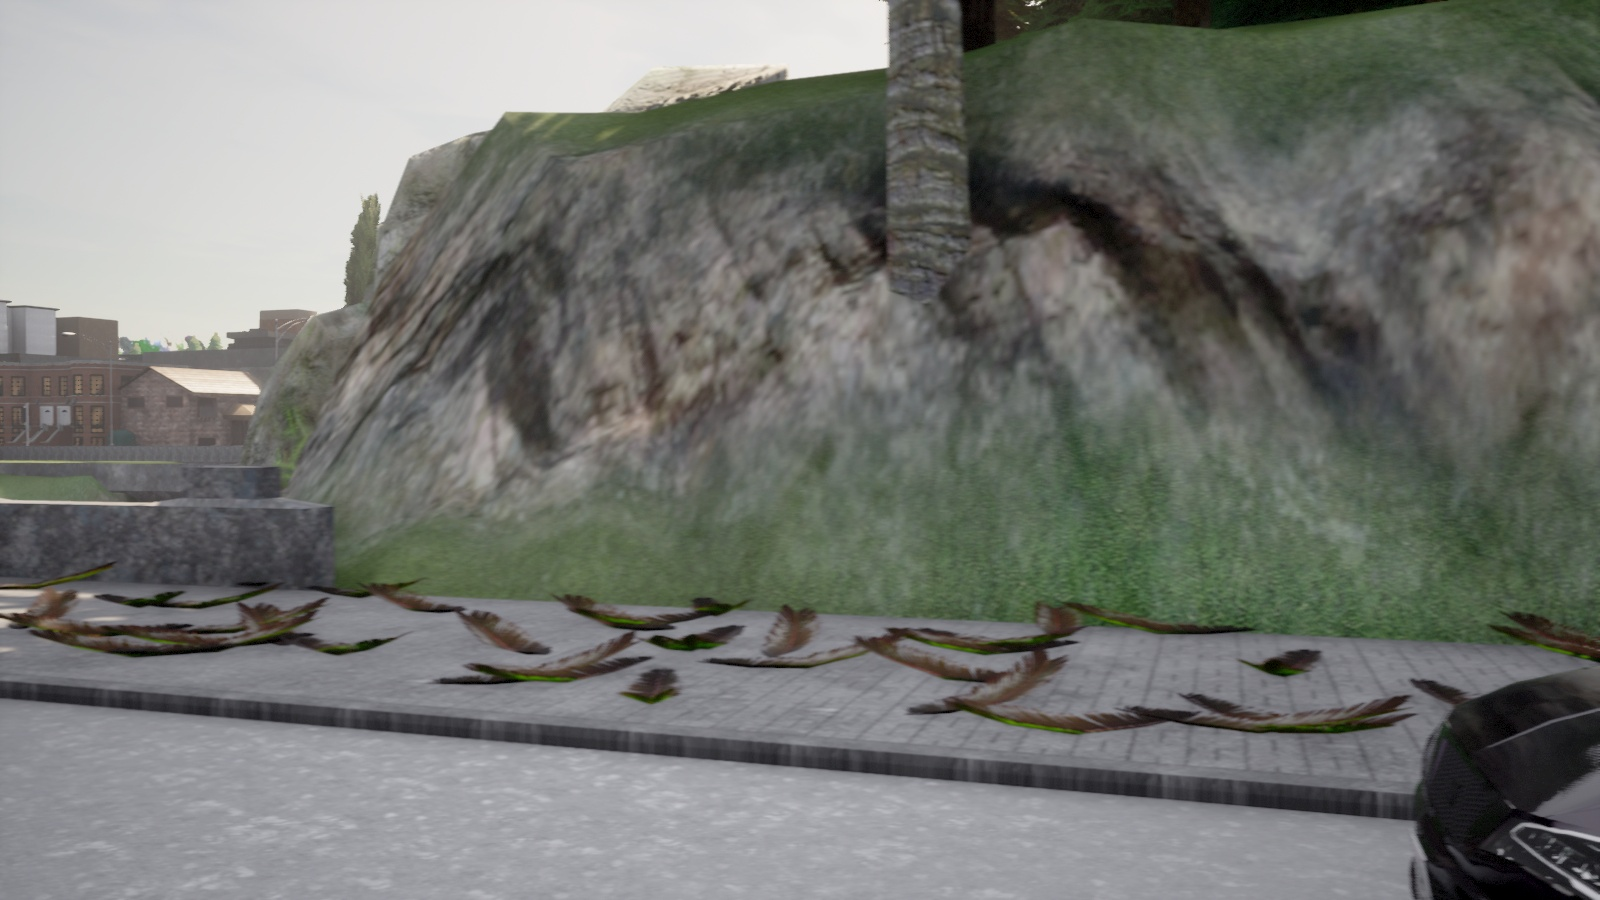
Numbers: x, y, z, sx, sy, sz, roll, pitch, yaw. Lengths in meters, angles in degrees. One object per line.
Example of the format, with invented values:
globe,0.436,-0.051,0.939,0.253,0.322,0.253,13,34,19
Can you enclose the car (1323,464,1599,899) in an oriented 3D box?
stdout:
car,3.414,0.812,2.574,4.193,1.474,1.816,1,1,19
